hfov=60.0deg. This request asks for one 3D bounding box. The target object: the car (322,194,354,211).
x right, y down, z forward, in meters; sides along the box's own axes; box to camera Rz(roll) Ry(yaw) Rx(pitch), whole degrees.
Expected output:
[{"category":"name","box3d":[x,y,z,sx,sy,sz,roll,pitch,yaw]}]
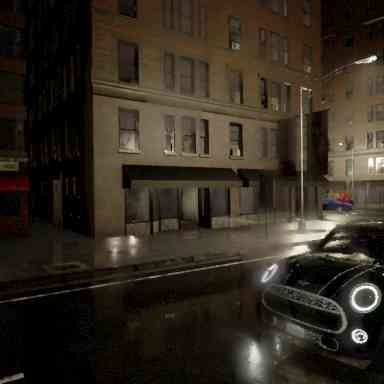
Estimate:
[{"category":"car","box3d":[14.433,1.345,35.279,1.882,1.535,5.008,-1,1,-44]}]

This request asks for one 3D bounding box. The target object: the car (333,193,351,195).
[{"category":"car","box3d":[17.147,1.085,40.799,2.192,1.841,5.009,0,1,-44]}]

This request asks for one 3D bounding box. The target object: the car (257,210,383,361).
[{"category":"car","box3d":[3.292,1.350,5.980,4.553,1.767,2.097,0,0,-35]}]
